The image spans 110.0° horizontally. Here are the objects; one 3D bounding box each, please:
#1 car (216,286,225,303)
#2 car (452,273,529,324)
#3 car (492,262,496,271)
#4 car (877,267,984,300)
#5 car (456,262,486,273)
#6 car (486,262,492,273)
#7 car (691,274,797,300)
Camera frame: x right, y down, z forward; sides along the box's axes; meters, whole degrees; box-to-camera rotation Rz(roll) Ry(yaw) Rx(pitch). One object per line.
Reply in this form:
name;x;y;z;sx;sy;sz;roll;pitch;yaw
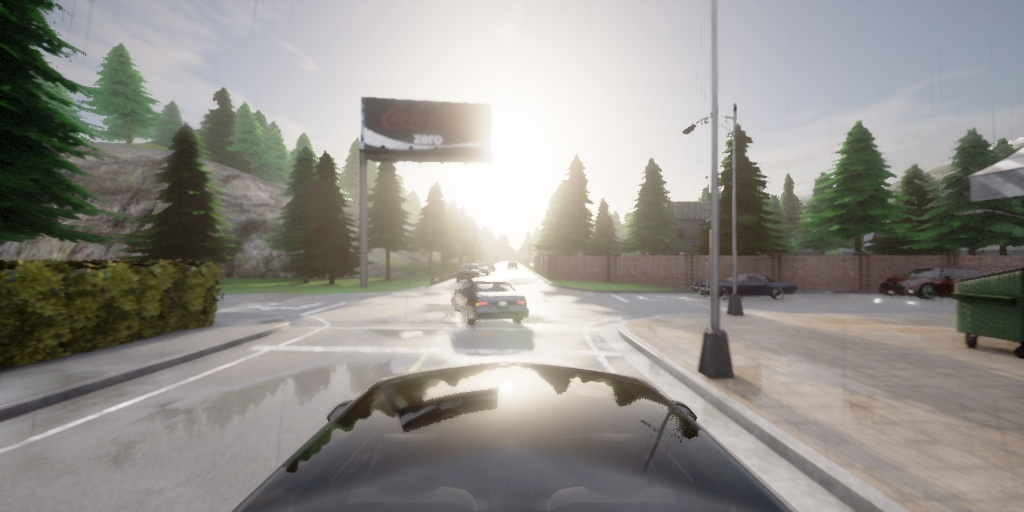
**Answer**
car;-15.323;1.526;15.611;4.674;1.442;1.812;0;0;-6
car;-0.985;1.498;12.992;2.033;1.411;5.357;1;-1;-16
car;-3.567;1.639;55.766;1.895;1.301;4.718;0;0;1
car;22.529;1.373;19.152;4.553;1.767;2.097;0;0;1
car;-3.600;1.410;30.708;1.837;1.490;4.892;0;0;0
car;-3.593;1.486;41.128;1.812;1.442;4.674;0;0;0
car;12.330;1.622;19.328;4.718;1.301;1.895;0;0;1
